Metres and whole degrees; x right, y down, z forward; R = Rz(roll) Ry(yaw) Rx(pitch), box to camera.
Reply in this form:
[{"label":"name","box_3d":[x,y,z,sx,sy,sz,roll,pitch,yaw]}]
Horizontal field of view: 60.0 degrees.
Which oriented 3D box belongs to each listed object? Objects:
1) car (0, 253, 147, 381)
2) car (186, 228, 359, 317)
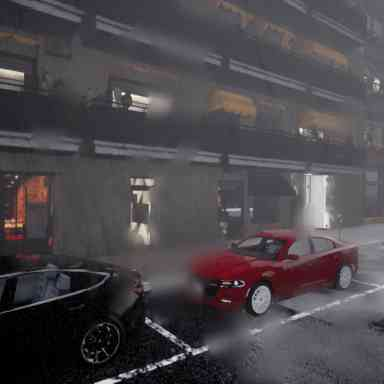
[{"label":"car","box_3d":[-2.663,1.566,4.191,4.313,1.339,1.947,0,1,-36]},{"label":"car","box_3d":[1.953,1.546,7.485,4.507,1.381,1.887,0,1,-36]}]
